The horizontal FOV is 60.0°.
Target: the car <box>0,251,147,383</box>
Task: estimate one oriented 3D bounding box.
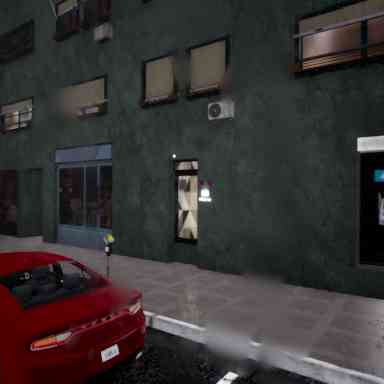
[{"bbox_3d":[-2.670,1.544,4.767,4.507,1.381,1.887,0,0,35],"label":"car"}]
